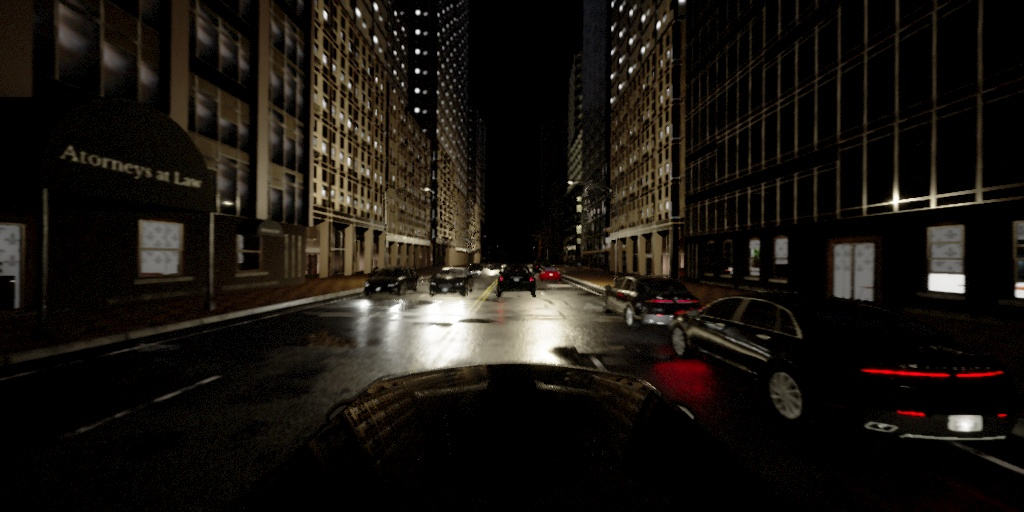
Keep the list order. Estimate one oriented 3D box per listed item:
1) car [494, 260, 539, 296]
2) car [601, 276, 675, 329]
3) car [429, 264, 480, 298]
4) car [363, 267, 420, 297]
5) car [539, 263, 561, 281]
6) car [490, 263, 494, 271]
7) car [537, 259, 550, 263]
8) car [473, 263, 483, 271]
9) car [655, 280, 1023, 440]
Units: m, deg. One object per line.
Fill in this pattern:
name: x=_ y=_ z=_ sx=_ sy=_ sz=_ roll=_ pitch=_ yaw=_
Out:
car: x=0.256 y=1.283 z=20.910 sx=2.097 sy=1.767 sz=4.553 roll=1 pitch=-1 yaw=1
car: x=4.296 y=1.387 z=11.763 sx=1.837 sy=1.490 sz=4.892 roll=1 pitch=-1 yaw=1
car: x=-3.206 y=1.381 z=19.750 sx=2.128 sy=1.511 sz=4.902 roll=1 pitch=-1 yaw=1
car: x=-6.456 y=1.365 z=19.760 sx=1.837 sy=1.490 sz=4.892 roll=1 pitch=-1 yaw=1
car: x=3.553 y=1.657 z=34.221 sx=1.994 sy=1.385 sz=4.181 roll=0 pitch=-1 yaw=1
car: x=-2.748 y=1.881 z=61.395 sx=2.033 sy=1.411 sz=5.357 roll=0 pitch=-1 yaw=1
car: x=3.627 y=1.425 z=44.566 sx=2.150 sy=2.045 sz=5.566 roll=0 pitch=0 yaw=1
car: x=-5.997 y=1.852 z=61.424 sx=2.033 sy=1.411 sz=5.357 roll=0 pitch=-1 yaw=1
car: x=4.241 y=1.331 z=5.763 sx=1.837 sy=1.490 sz=4.892 roll=1 pitch=-1 yaw=1
